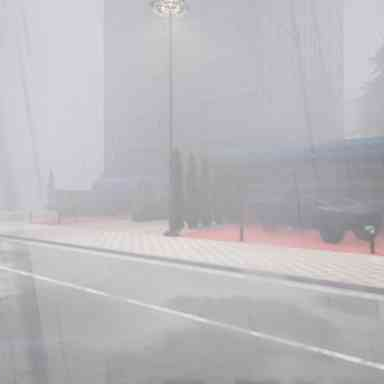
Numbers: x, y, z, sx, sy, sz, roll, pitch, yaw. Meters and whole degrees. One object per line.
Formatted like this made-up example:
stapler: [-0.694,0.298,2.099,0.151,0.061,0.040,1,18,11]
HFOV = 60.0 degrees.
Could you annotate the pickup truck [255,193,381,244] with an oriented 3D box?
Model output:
pickup truck: [5.684,1.083,15.935,2.390,2.098,6.274,0,0,-24]
